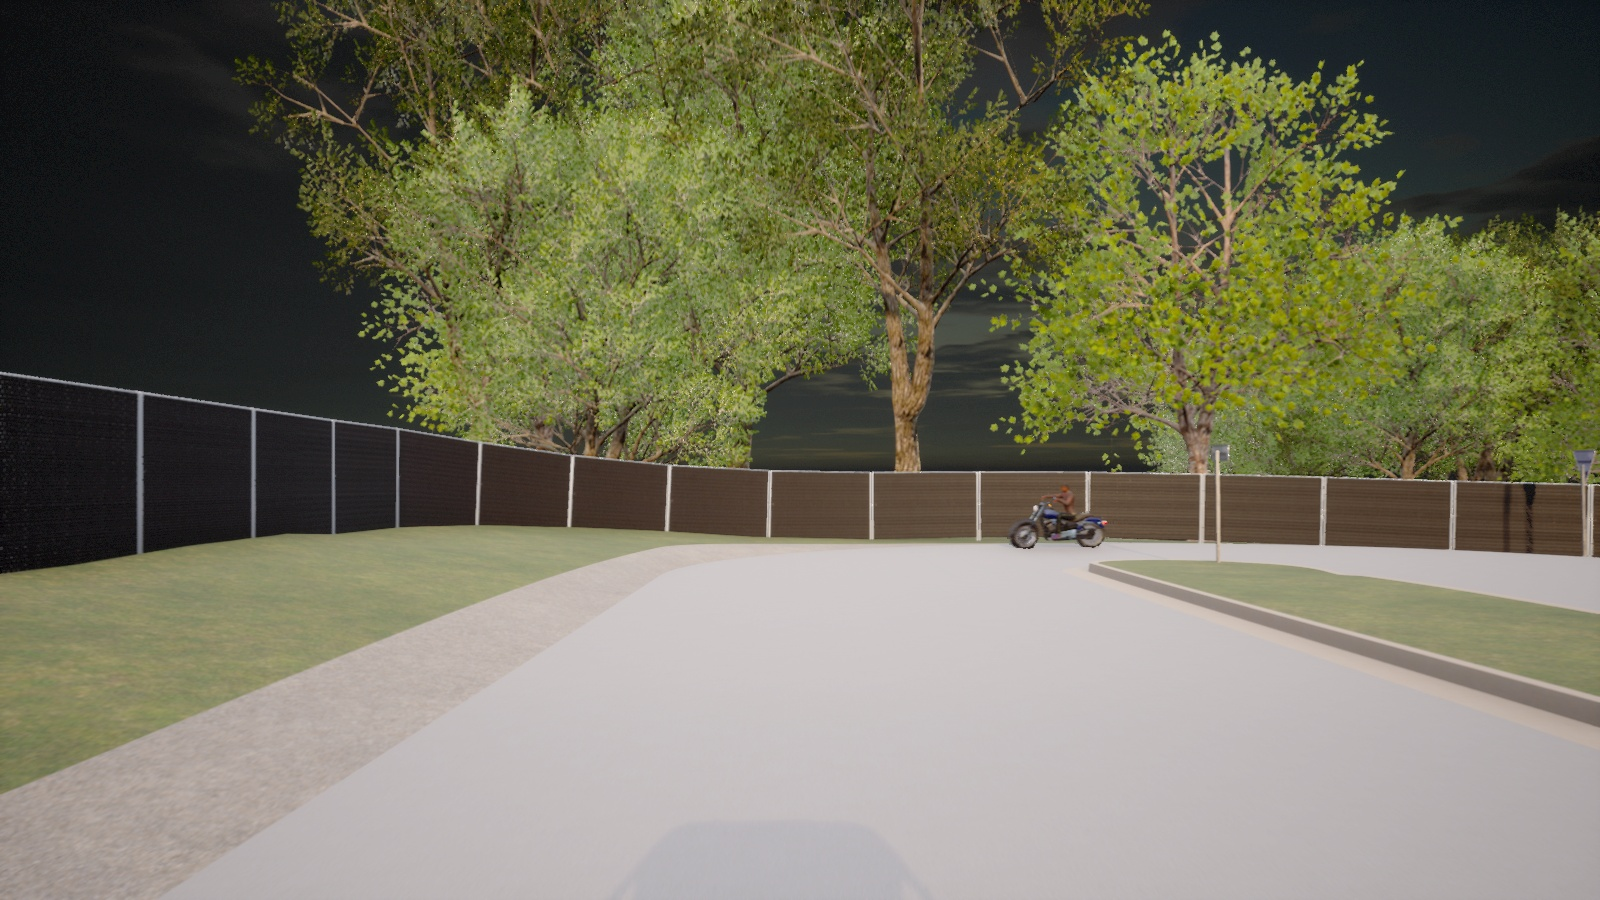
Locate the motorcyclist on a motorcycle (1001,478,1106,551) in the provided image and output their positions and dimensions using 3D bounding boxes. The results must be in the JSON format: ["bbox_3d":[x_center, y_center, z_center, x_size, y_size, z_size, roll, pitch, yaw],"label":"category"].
[{"bbox_3d":[6.077,1.532,30.158,2.350,1.649,0.766,-1,0,-6],"label":"motorcyclist on a motorcycle"}]
